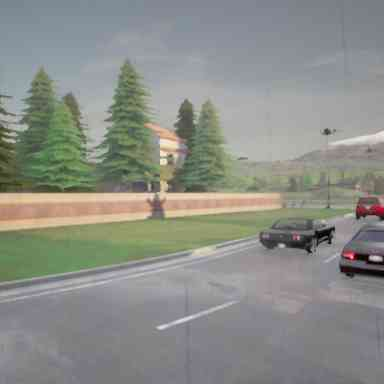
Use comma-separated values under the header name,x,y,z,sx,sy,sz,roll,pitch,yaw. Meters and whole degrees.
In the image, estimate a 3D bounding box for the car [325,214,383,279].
name,x,y,z,sx,sy,sz,roll,pitch,yaw
car,5.804,1.616,9.811,2.033,1.411,5.357,-1,-1,37

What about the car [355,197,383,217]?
name,x,y,z,sx,sy,sz,roll,pitch,yaw
car,16.293,1.435,29.975,2.150,2.045,5.566,-1,-1,36

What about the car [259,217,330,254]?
name,x,y,z,sx,sy,sz,roll,pitch,yaw
car,4.721,1.738,14.316,1.895,1.301,4.718,-1,-1,37
